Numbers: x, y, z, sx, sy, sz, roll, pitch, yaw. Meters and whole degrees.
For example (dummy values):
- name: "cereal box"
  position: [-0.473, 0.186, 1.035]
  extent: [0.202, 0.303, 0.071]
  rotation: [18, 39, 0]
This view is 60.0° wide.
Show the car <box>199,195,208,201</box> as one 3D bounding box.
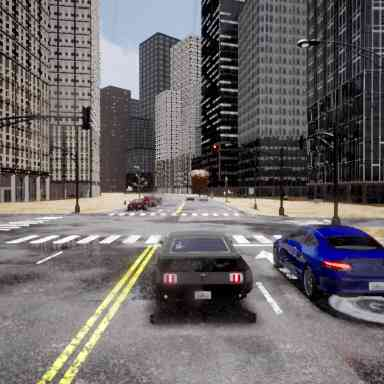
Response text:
- name: "car"
  position: [2.772, 1.397, 80.574]
  extent: [1.812, 1.442, 4.674]
  rotation: [0, 0, -4]

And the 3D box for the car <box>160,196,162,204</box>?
- name: "car"
  position: [-6.540, 1.416, 60.902]
  extent: [2.128, 1.511, 4.902]
  rotation: [0, 0, 0]

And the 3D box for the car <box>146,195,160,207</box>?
- name: "car"
  position: [-6.551, 1.299, 50.611]
  extent: [2.097, 1.767, 4.553]
  rotation: [0, 0, 0]

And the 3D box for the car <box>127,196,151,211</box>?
- name: "car"
  position: [-6.561, 1.530, 40.362]
  extent: [1.994, 1.385, 4.181]
  rotation: [0, 0, 0]

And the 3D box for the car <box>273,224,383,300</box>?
- name: "car"
  position: [3.349, 1.523, 8.272]
  extent: [1.812, 1.442, 4.674]
  rotation: [0, 0, 1]

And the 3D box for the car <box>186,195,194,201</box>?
- name: "car"
  position: [-0.477, 1.469, 80.459]
  extent: [1.895, 1.301, 4.718]
  rotation: [0, 0, -4]

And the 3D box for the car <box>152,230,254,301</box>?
- name: "car"
  position: [0.106, 1.598, 8.302]
  extent: [1.895, 1.301, 4.718]
  rotation: [0, 0, -3]
